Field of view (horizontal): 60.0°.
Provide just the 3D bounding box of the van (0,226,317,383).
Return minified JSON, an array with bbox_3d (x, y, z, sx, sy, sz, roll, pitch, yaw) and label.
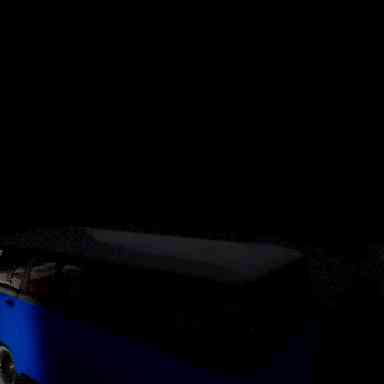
[{"bbox_3d":[-0.729,1.345,3.602,3.998,1.788,1.690,0,0,36],"label":"van"}]
